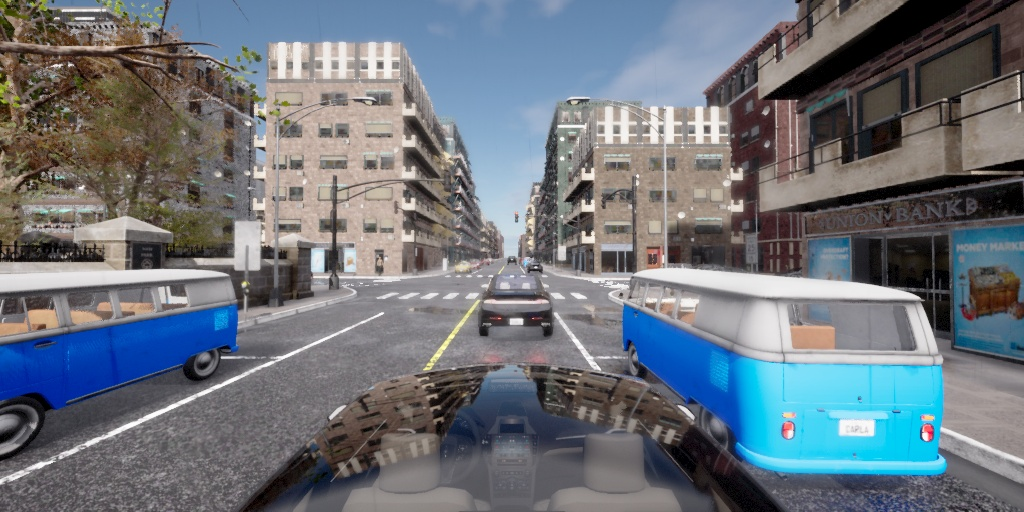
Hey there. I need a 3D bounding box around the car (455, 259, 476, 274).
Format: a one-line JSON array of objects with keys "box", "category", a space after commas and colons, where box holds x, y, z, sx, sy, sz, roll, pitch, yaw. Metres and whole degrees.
[{"box": [-5.686, 1.289, 42.402, 1.751, 1.417, 4.829, 0, 0, 0], "category": "car"}]

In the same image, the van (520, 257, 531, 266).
[{"box": [2.696, 1.112, 59.498, 1.690, 1.789, 3.998, 0, 0, 0], "category": "van"}]

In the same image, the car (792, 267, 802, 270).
[{"box": [24.995, 1.461, 28.025, 4.674, 1.442, 1.812, 0, -1, 1], "category": "car"}]

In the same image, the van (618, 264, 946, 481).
[{"box": [2.659, 1.092, 4.625, 1.690, 1.789, 3.998, 0, 0, 0], "category": "van"}]

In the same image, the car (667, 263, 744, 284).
[{"box": [15.094, 1.357, 28.144, 5.008, 1.535, 1.882, 0, -1, 1], "category": "car"}]

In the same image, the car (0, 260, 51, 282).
[{"box": [-36.510, 1.044, 25.567, 4.892, 1.490, 1.837, 0, -1, 1], "category": "car"}]

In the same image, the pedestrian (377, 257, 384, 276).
[{"box": [-12.536, 0.967, 34.014, 0.375, 1.860, 0.375, 0, -1, 1], "category": "pedestrian"}]

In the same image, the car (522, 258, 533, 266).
[{"box": [2.695, 1.317, 48.214, 2.007, 1.370, 4.403, 0, 0, 0], "category": "car"}]

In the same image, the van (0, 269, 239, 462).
[{"box": [-5.656, 1.092, 4.627, 1.690, 1.789, 3.998, 0, 0, 0], "category": "van"}]

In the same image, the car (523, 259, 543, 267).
[{"box": [2.695, 1.330, 42.571, 1.948, 1.339, 4.313, 0, 0, 0], "category": "car"}]

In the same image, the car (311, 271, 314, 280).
[{"box": [-16.586, 0.999, 25.323, 4.553, 1.767, 2.097, 0, -1, 1], "category": "car"}]

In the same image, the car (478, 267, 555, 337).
[{"box": [0.101, 1.244, 10.354, 2.128, 1.511, 4.902, 0, 0, 0], "category": "car"}]

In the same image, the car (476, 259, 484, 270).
[{"box": [-5.686, 1.208, 53.857, 1.967, 1.591, 4.097, 0, 0, 0], "category": "car"}]

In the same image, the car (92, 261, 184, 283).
[{"box": [-26.411, 1.119, 25.439, 4.674, 1.442, 1.812, 0, -1, 1], "category": "car"}]
